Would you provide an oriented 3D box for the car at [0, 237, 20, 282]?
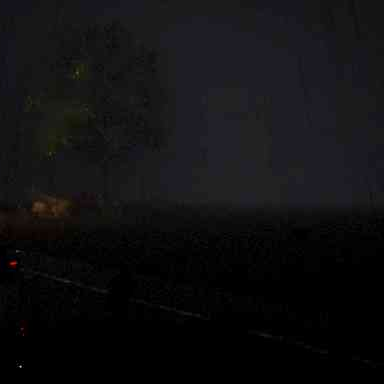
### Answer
[{"bbox_3d":[-6.097,1.477,8.317,4.674,1.442,1.812,1,0,36],"label":"car"}]
